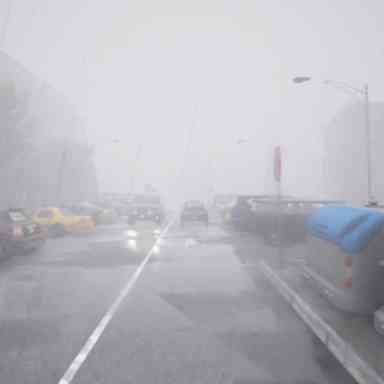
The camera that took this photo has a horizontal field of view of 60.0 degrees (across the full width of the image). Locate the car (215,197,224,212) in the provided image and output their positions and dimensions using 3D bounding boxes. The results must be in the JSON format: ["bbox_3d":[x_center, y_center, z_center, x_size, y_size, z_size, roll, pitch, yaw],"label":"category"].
[{"bbox_3d":[4.650,1.438,28.335,4.792,1.488,2.163,0,0,0],"label":"car"}]

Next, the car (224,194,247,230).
[{"bbox_3d":[4.708,1.185,17.297,5.566,2.045,2.435,0,0,0],"label":"car"}]

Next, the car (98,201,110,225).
[{"bbox_3d":[-7.679,1.460,19.813,4.792,1.488,2.163,0,0,0],"label":"car"}]

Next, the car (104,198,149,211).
[{"bbox_3d":[-7.681,1.436,39.348,4.792,1.488,2.163,0,0,0],"label":"car"}]

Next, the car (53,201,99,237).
[{"bbox_3d":[-7.836,1.434,17.020,5.366,1.575,1.946,0,0,0],"label":"car"}]

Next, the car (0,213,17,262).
[{"bbox_3d":[-7.644,1.460,8.639,4.892,1.521,2.231,0,0,0],"label":"car"}]

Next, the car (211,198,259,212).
[{"bbox_3d":[4.684,1.392,36.835,5.008,1.535,2.097,0,0,0],"label":"car"}]

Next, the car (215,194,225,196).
[{"bbox_3d":[4.648,1.269,34.045,4.553,1.767,2.185,0,0,0],"label":"car"}]

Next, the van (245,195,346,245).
[{"bbox_3d":[4.796,1.217,14.505,4.442,1.987,1.878,0,0,0],"label":"van"}]

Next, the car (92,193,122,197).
[{"bbox_3d":[-7.623,1.144,33.781,5.566,2.045,2.435,0,0,0],"label":"car"}]

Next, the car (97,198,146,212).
[{"bbox_3d":[-7.650,1.392,36.516,5.008,1.535,2.097,0,0,0],"label":"car"}]

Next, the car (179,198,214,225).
[{"bbox_3d":[0.116,1.434,23.463,2.128,1.511,4.902,0,0,-1],"label":"car"}]

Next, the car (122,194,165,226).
[{"bbox_3d":[-3.100,1.162,23.441,2.150,2.045,5.566,0,0,0],"label":"car"}]

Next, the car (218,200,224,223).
[{"bbox_3d":[4.494,1.426,19.963,5.366,1.575,1.946,0,0,0],"label":"car"}]

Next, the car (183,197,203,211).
[{"bbox_3d":[0.101,1.421,39.542,2.128,1.511,4.902,0,-1,0],"label":"car"}]

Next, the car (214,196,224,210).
[{"bbox_3d":[4.865,1.399,31.127,5.366,1.575,1.946,0,0,0],"label":"car"}]

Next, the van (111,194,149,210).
[{"bbox_3d":[-7.768,1.216,42.137,4.442,1.987,1.878,0,-1,0],"label":"van"}]

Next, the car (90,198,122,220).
[{"bbox_3d":[-7.680,1.446,25.401,4.792,1.488,2.163,0,0,0],"label":"car"}]

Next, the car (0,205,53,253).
[{"bbox_3d":[-7.618,1.326,11.430,4.553,1.767,2.185,0,0,0],"label":"car"}]
